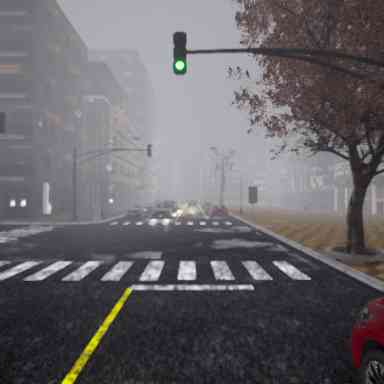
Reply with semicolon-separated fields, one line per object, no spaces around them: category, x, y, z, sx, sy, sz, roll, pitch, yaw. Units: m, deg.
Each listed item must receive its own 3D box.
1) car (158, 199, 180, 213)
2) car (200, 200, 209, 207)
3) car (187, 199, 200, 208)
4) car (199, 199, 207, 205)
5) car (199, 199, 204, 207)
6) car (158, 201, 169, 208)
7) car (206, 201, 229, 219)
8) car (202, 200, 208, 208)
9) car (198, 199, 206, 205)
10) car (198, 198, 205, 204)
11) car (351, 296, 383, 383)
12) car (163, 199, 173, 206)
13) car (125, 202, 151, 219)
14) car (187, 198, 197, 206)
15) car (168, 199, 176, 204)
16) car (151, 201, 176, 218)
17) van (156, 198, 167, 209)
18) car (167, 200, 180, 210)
car;-3.075;1.895;45.272;2.097;1.767;4.553;0;-1;0
car;2.723;2.418;72.754;1.752;1.417;4.829;0;-1;0
car;0.127;2.393;64.882;1.895;1.301;4.718;0;-1;0
car;2.728;2.580;83.648;1.887;1.381;4.507;0;-1;0
car;2.718;2.331;61.518;1.802;1.307;4.206;0;-1;0
car;-5.659;2.401;67.054;1.802;1.307;4.206;0;-1;0
car;2.706;1.946;33.858;1.887;1.381;4.507;0;-1;0
car;2.711;2.066;45.093;1.752;1.417;4.829;0;-1;0
car;2.730;2.660;89.180;2.008;1.369;4.403;0;-1;0
car;2.732;2.624;94.713;1.967;1.590;4.097;0;-1;0
car;2.693;1.334;1.475;2.192;1.841;5.009;0;-1;0
car;-5.655;2.403;78.121;1.967;1.590;4.097;0;-1;0
car;-5.674;1.952;33.862;2.008;1.369;4.403;0;-1;0
car;0.034;2.276;74.952;2.097;1.767;4.553;0;-1;0
car;-5.648;2.734;94.716;2.008;1.369;4.403;0;-1;0
car;-3.083;1.965;35.156;2.033;1.411;5.357;0;-1;0
van;-5.662;2.090;61.526;1.690;1.788;3.998;0;-1;0
car;-3.051;2.149;55.451;1.882;1.535;5.008;0;-1;0
